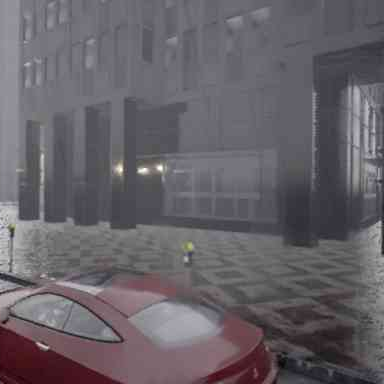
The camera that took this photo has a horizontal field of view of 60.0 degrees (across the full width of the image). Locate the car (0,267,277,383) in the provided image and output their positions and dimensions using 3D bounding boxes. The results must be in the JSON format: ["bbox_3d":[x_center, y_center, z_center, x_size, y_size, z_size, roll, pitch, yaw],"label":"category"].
[{"bbox_3d":[-1.140,1.579,3.885,4.206,1.307,1.802,0,1,36],"label":"car"}]
